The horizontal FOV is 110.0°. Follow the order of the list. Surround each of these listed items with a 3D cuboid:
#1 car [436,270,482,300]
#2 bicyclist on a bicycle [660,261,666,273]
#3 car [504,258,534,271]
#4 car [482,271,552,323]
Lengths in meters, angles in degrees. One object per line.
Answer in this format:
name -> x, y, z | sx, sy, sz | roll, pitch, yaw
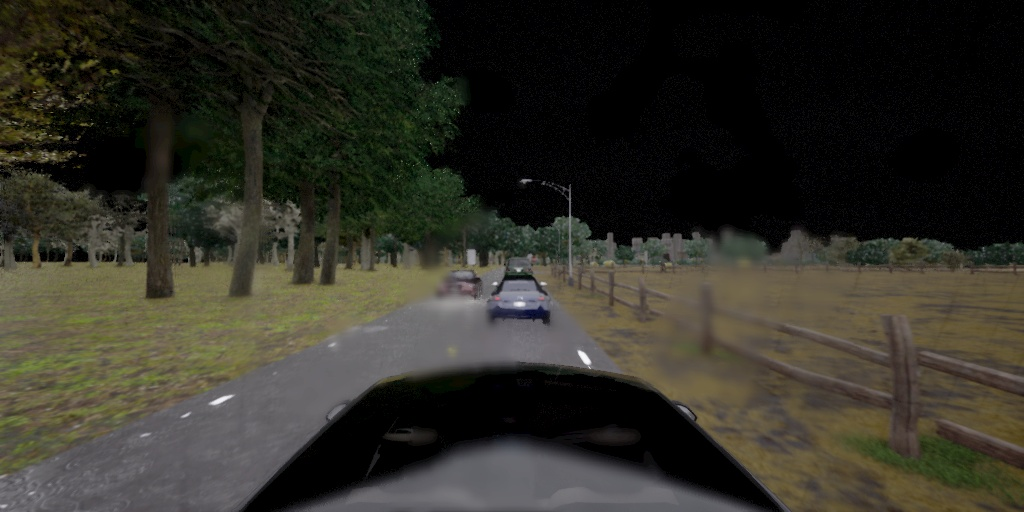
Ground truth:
car -> -2.587, 1.433, 18.568 | 1.994, 1.385, 4.181 | 0, 0, 1
bicyclist on a bicycle -> 20.700, 1.473, 49.245 | 0.582, 1.620, 1.656 | 0, -1, 1
car -> 0.525, 1.159, 28.275 | 2.150, 2.045, 5.566 | 0, -1, 1
car -> 0.252, 1.381, 12.424 | 1.994, 1.385, 4.181 | 0, 0, 1
